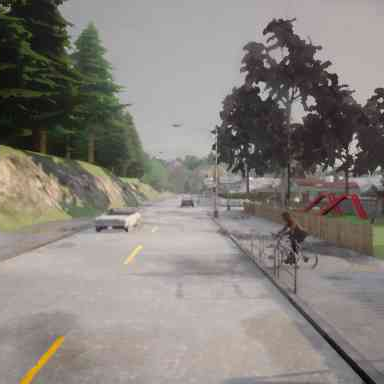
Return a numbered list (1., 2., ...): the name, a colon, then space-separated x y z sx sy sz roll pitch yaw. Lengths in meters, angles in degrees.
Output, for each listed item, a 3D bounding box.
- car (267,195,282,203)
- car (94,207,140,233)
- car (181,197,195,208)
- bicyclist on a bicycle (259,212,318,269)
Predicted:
1. car: 14.830 1.300 60.211 1.994 1.381 4.181 0 0 -1
2. car: -4.368 1.601 19.885 1.895 1.301 4.718 0 0 -1
3. car: -0.684 1.525 49.160 1.812 1.442 4.674 0 0 -2
4. bicyclist on a bicycle: 2.715 1.386 9.229 1.656 1.620 0.582 4 0 -2
